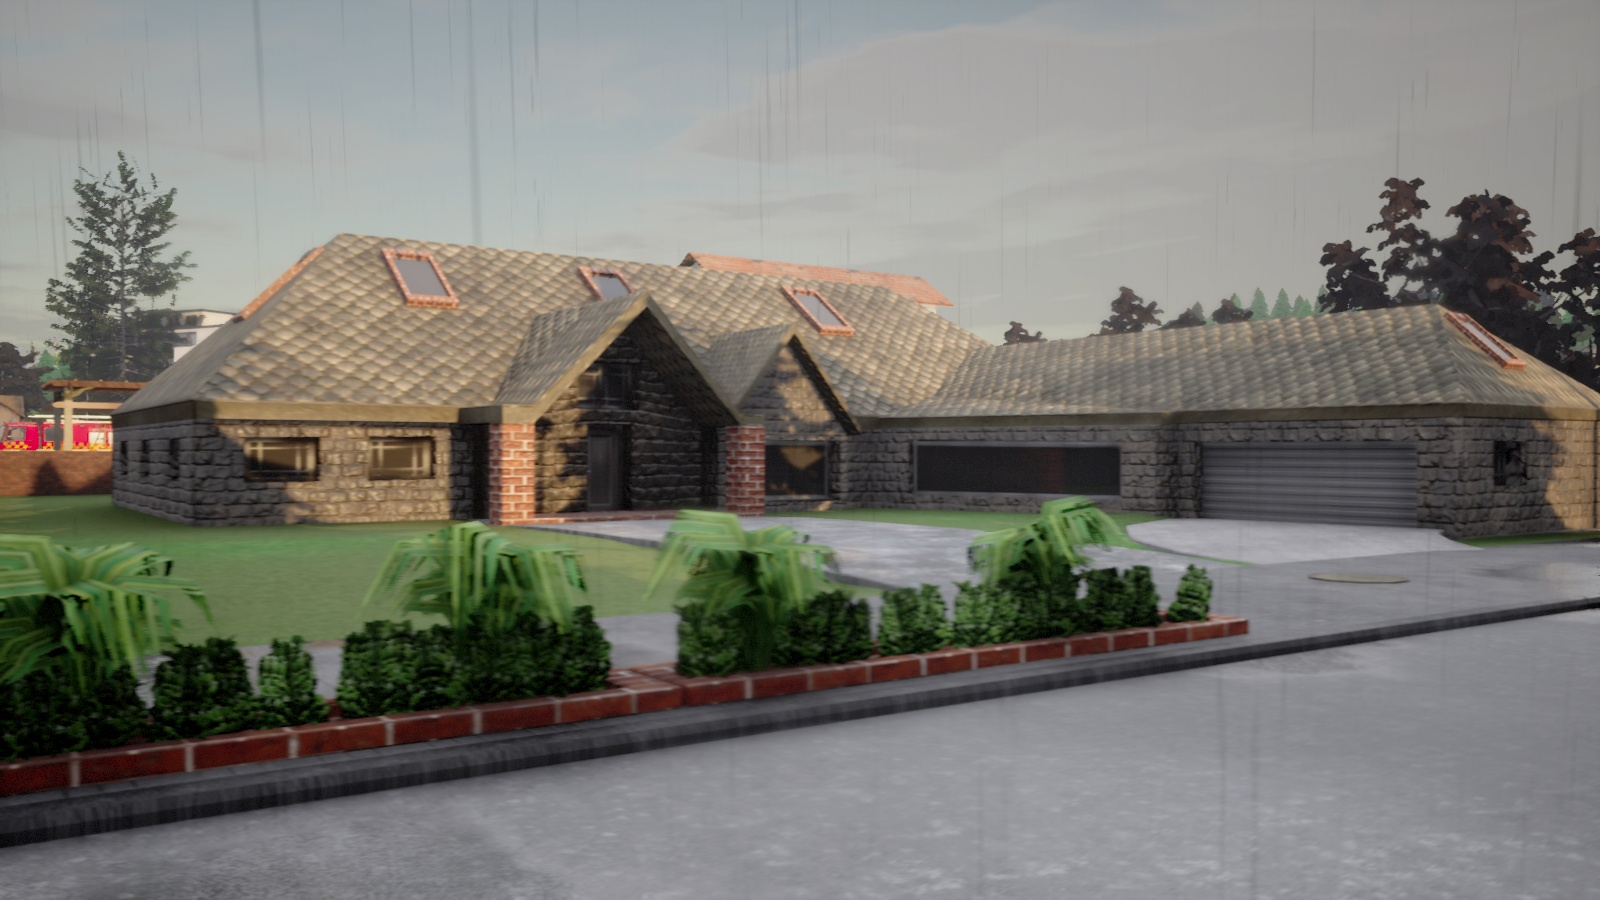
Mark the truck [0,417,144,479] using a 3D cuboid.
[{"bbox_3d":[-47.427,-0.120,81.396,8.468,3.827,2.891,0,0,-33],"label":"truck"}]
